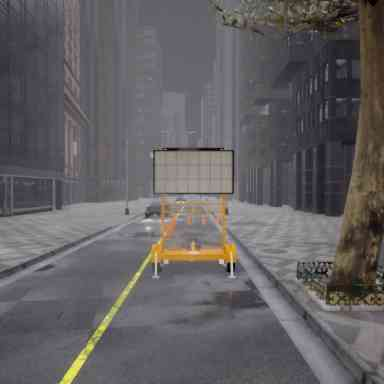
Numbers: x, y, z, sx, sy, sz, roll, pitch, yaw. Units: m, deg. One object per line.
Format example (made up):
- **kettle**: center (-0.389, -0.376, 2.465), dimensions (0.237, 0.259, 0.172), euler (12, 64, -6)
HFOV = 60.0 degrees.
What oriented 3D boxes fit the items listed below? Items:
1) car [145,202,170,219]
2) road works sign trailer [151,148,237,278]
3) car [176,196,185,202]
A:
- **car**: center (-3.008, 1.574, 29.865), dimensions (2.033, 1.411, 5.357), euler (0, 0, 0)
- **road works sign trailer**: center (0.046, 0.465, 10.099), dimensions (2.380, 3.560, 2.880), euler (0, 0, 0)
- **car**: center (-2.744, 1.705, 80.888), dimensions (1.994, 1.385, 4.181), euler (0, 0, 0)
